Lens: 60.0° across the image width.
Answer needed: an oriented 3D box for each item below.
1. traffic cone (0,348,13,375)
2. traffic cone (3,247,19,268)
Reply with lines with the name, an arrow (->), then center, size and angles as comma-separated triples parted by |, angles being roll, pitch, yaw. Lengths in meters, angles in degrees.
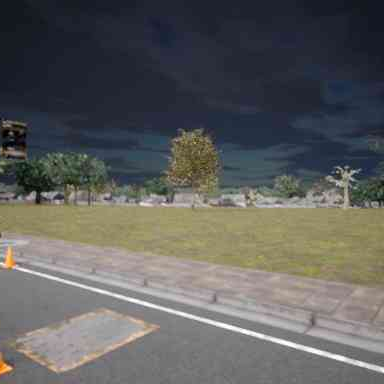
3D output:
traffic cone -> -2.510, 1.966, 4.193 | 0.340, 0.580, 0.340 | 0, 0, 37
traffic cone -> -5.544, 1.980, 10.176 | 0.340, 0.580, 0.340 | 0, 0, 37
